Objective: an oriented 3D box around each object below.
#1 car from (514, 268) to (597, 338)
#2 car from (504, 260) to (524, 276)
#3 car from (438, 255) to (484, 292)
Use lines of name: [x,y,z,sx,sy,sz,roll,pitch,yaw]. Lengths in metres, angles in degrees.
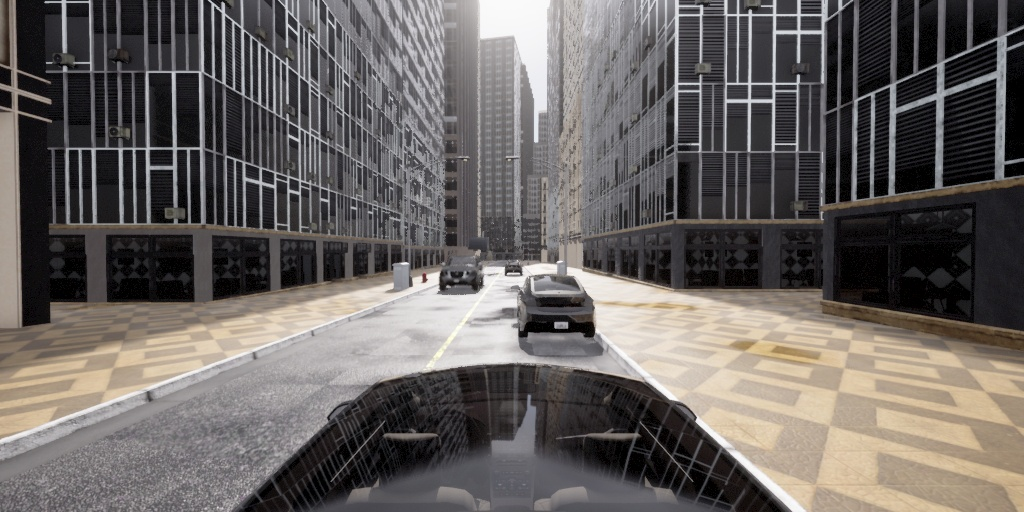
car: [1.073,1.255,10.183,1.837,1.490,4.892,0,0,0]
car: [0.172,1.263,37.860,1.837,1.490,4.892,0,0,0]
car: [-2.945,0.972,21.830,2.150,2.045,5.566,0,0,0]
